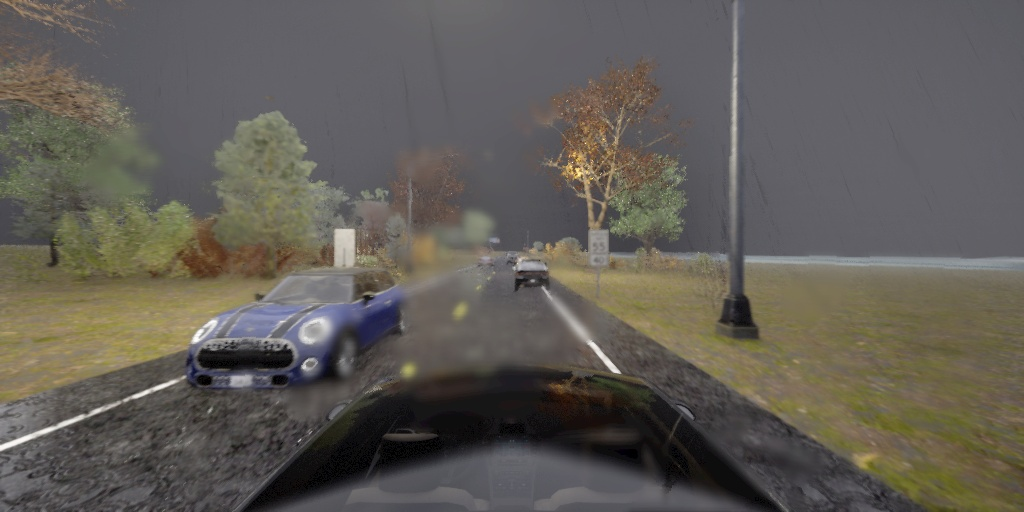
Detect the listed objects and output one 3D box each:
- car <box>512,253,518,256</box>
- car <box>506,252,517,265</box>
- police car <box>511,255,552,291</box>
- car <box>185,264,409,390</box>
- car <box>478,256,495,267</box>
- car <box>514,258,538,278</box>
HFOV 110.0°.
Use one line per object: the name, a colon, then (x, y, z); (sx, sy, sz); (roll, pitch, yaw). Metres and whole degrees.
car: (1.067, 0.803, 36.025); (1.801, 1.575, 5.366); (0, 1, 0)
car: (0.077, 0.596, 57.484); (1.837, 1.490, 4.892); (0, 1, 0)
police car: (1.046, 0.963, 19.952); (1.930, 1.638, 5.238); (0, 1, 0)
car: (-3.596, 1.040, 7.004); (2.097, 1.767, 4.553); (0, 1, 0)
car: (-3.507, 0.719, 48.894); (1.812, 1.442, 4.674); (0, 1, 1)
car: (1.054, 0.947, 29.837); (1.812, 1.442, 4.674); (0, 1, 0)
